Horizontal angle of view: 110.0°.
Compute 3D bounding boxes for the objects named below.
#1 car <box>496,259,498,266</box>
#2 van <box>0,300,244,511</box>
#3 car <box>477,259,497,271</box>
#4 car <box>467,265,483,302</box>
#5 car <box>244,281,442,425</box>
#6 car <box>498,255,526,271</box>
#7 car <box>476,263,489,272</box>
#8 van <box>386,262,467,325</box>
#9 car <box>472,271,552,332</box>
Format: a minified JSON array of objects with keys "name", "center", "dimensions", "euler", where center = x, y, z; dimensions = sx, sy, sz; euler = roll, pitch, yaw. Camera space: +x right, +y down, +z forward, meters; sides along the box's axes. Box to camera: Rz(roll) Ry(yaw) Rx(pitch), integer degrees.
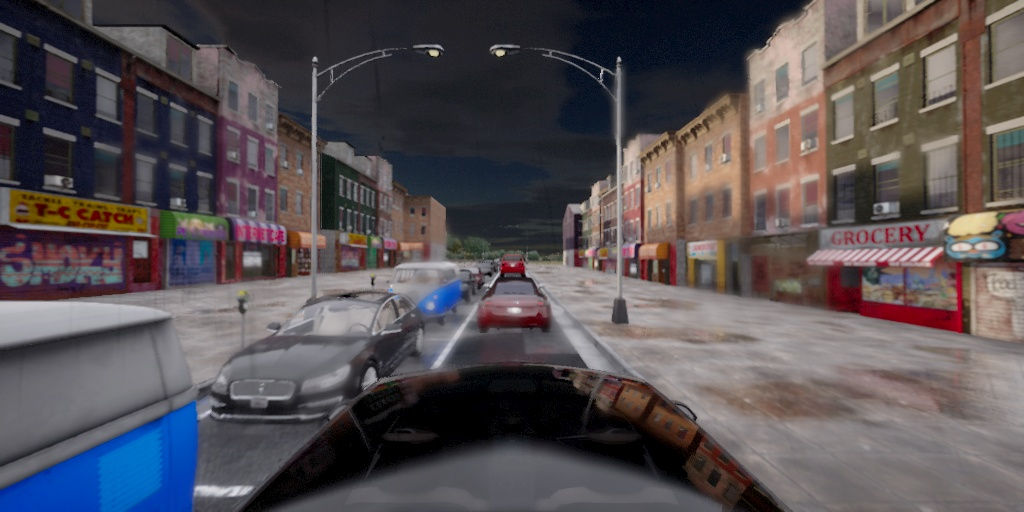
[{"name":"car","center":[-2.794,1.141,43.981],"dimensions":[1.837,1.490,4.892],"euler":[0,0,0]},{"name":"van","center":[-2.635,1.088,0.377],"dimensions":[1.690,1.789,3.998],"euler":[0,0,0]},{"name":"car","center":[-2.670,1.226,33.637],"dimensions":[1.948,1.339,4.313],"euler":[0,0,0]},{"name":"car","center":[-2.652,1.302,17.018],"dimensions":[1.948,1.339,4.313],"euler":[0,0,0]},{"name":"car","center":[-2.641,1.307,5.925],"dimensions":[2.007,1.370,4.403],"euler":[0,0,0]},{"name":"car","center":[0.066,0.884,32.990],"dimensions":[2.150,2.045,5.566],"euler":[0,0,0]},{"name":"car","center":[-2.658,1.291,22.560],"dimensions":[1.802,1.307,4.207],"euler":[0,0,0]},{"name":"van","center":[-2.647,1.093,11.471],"dimensions":[1.690,1.789,3.998],"euler":[0,0,0]},{"name":"car","center":[0.074,1.317,10.916],"dimensions":[1.994,1.385,4.181],"euler":[0,0,0]}]
